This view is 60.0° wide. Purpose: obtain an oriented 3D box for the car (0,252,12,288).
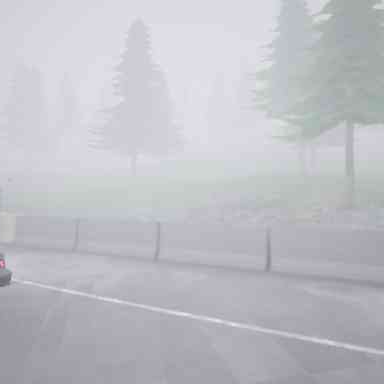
[{"bbox_3d":[-6.262,1.503,7.357,5.357,1.411,2.033,0,1,31],"label":"car"}]
